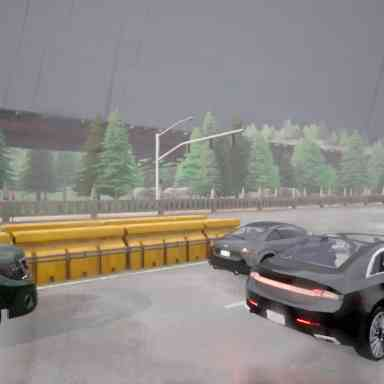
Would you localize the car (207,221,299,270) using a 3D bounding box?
[{"bbox_3d":[2.496,1.564,9.809,4.181,1.385,1.994,0,0,-36],"label":"car"}]

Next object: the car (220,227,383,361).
[{"bbox_3d":[3.106,1.492,5.948,4.902,1.511,2.128,0,0,-36],"label":"car"}]

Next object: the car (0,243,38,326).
[{"bbox_3d":[-5.130,1.221,4.393,5.566,2.045,2.150,0,0,-35],"label":"car"}]
